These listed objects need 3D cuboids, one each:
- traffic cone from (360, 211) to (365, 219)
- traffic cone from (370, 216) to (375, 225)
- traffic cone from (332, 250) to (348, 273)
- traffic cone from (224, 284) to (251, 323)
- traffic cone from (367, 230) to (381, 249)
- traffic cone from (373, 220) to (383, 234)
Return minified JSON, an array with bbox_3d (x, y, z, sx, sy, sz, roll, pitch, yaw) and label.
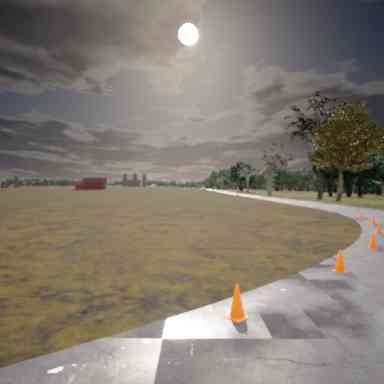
[{"bbox_3d":[13.127,1.753,25.674,0.340,0.580,0.340,1,1,16],"label":"traffic cone"},{"bbox_3d":[11.568,1.800,21.214,0.340,0.580,0.340,1,1,22],"label":"traffic cone"},{"bbox_3d":[4.108,1.899,9.227,0.340,0.580,0.340,1,1,41],"label":"traffic cone"},{"bbox_3d":[0.796,1.920,5.857,0.340,0.580,0.340,0,1,-42],"label":"traffic cone"},{"bbox_3d":[7.031,1.872,12.940,0.340,0.580,0.340,1,1,35],"label":"traffic cone"},{"bbox_3d":[9.527,1.840,16.952,0.340,0.580,0.340,1,1,29],"label":"traffic cone"}]
